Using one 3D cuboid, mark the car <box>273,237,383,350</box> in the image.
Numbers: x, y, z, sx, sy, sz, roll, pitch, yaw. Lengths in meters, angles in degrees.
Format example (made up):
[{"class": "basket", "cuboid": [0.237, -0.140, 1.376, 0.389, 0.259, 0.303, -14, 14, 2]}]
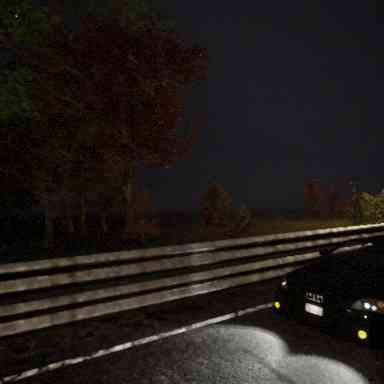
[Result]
[{"class": "car", "cuboid": [3.453, 1.585, 6.149, 4.181, 1.385, 1.994, 0, 0, -35]}]
